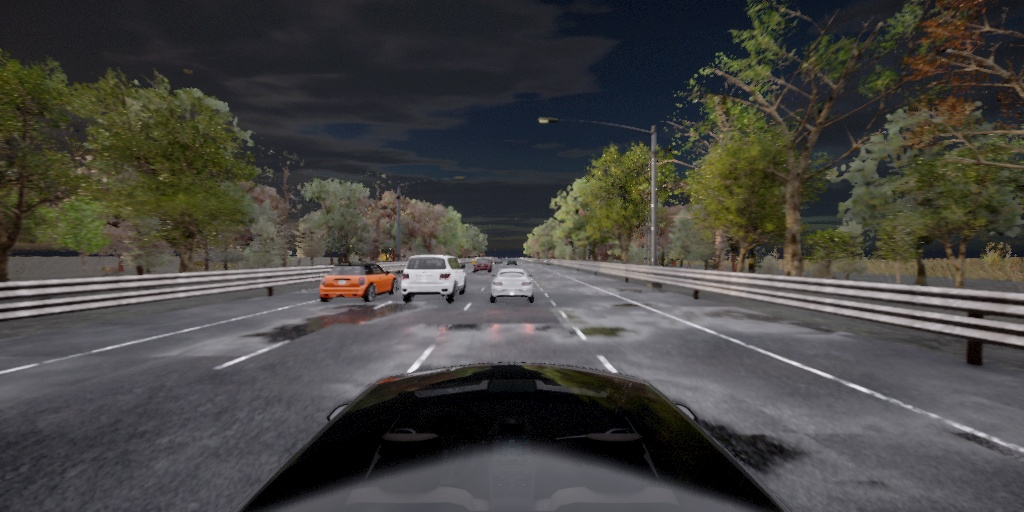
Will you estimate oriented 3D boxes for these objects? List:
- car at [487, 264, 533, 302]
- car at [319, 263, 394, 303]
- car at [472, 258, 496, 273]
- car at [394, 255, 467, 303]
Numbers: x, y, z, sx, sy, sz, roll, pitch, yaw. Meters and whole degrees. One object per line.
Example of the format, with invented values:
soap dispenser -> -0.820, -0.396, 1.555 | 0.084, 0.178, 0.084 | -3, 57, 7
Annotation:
car -> 0.002, 1.278, 16.851 | 1.812, 1.442, 4.674 | 0, 0, 0
car -> -6.998, 1.104, 16.900 | 2.097, 1.767, 4.553 | 0, 0, 0
car -> -3.494, 1.112, 44.533 | 2.097, 1.767, 4.553 | 0, 0, 0
car -> -3.498, 0.974, 16.966 | 2.150, 2.045, 5.566 | 0, 0, 0
